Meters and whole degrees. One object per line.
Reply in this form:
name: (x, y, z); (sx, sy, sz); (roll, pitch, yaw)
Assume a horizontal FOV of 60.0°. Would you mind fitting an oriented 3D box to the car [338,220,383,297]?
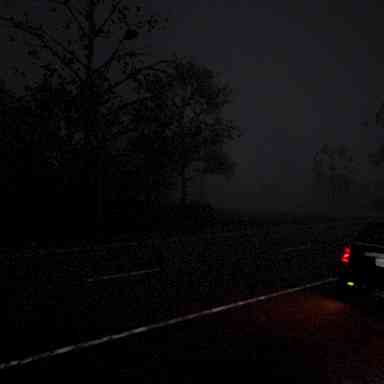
car: (5.357, 1.345, 7.465); (4.553, 1.767, 2.097); (0, 0, -35)
